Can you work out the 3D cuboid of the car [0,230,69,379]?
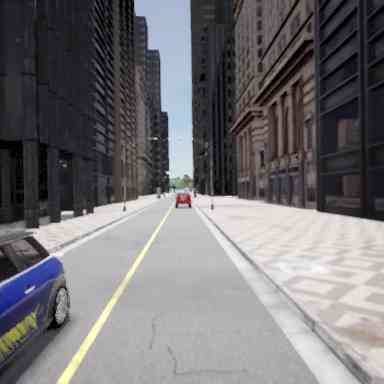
[{"bbox_3d":[-3.145,1.394,3.885,2.097,1.767,4.553,-1,0,-2],"label":"car"}]

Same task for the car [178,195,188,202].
[{"bbox_3d":[-1.826,1.314,66.292,1.895,1.301,4.718,-1,0,-1],"label":"car"}]

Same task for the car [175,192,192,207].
[{"bbox_3d":[-1.219,1.025,46.690,2.150,2.045,5.566,-1,0,-2],"label":"car"}]
